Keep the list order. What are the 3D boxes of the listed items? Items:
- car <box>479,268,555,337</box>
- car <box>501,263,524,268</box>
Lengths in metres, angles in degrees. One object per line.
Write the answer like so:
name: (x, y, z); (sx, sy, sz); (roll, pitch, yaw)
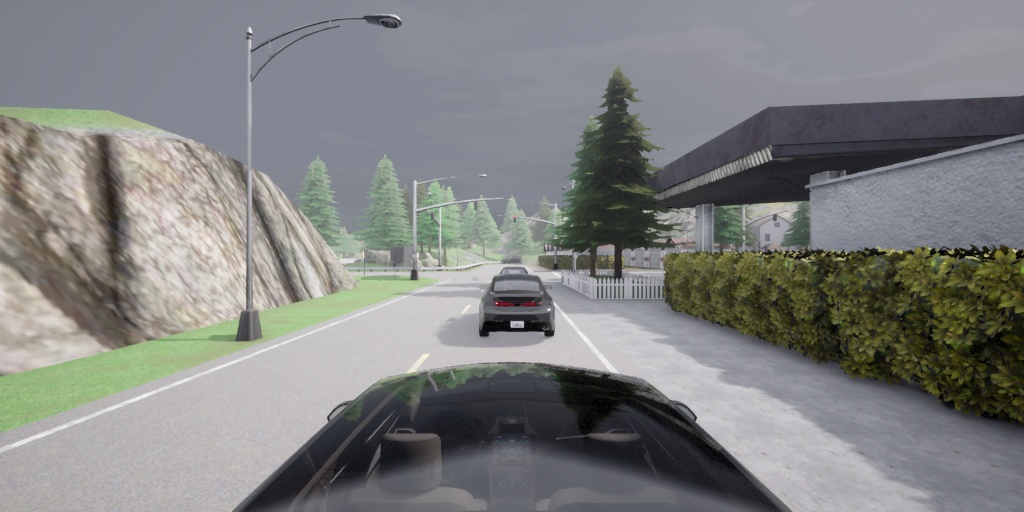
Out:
car: (0.119, 1.255, 10.288); (1.837, 1.490, 4.892); (0, 0, 0)
car: (0.112, 1.297, 20.026); (2.033, 1.411, 5.357); (0, 0, 2)
